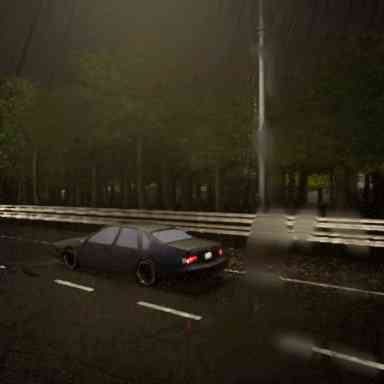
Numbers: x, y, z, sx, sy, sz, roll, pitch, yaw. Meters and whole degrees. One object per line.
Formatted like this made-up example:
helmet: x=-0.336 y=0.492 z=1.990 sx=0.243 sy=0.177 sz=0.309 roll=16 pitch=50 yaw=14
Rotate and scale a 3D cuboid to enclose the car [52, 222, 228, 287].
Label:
car: x=-1.659 y=1.560 z=9.351 sx=5.357 sy=1.411 sz=2.033 roll=0 pitch=0 yaw=36
